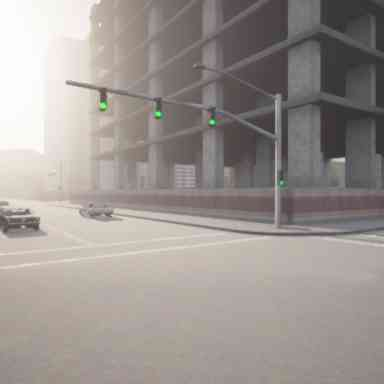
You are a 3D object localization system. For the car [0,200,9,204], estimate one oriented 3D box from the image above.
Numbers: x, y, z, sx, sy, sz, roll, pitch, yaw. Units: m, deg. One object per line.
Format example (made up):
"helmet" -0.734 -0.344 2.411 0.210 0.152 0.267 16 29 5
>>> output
"car" -17.812 1.546 30.808 1.837 1.490 4.892 0 1 -35

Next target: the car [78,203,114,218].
"car" -8.862 1.631 30.324 1.895 1.301 4.718 0 0 -35

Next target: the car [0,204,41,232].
"car" -10.657 1.638 20.413 1.895 1.301 4.718 0 0 -35
